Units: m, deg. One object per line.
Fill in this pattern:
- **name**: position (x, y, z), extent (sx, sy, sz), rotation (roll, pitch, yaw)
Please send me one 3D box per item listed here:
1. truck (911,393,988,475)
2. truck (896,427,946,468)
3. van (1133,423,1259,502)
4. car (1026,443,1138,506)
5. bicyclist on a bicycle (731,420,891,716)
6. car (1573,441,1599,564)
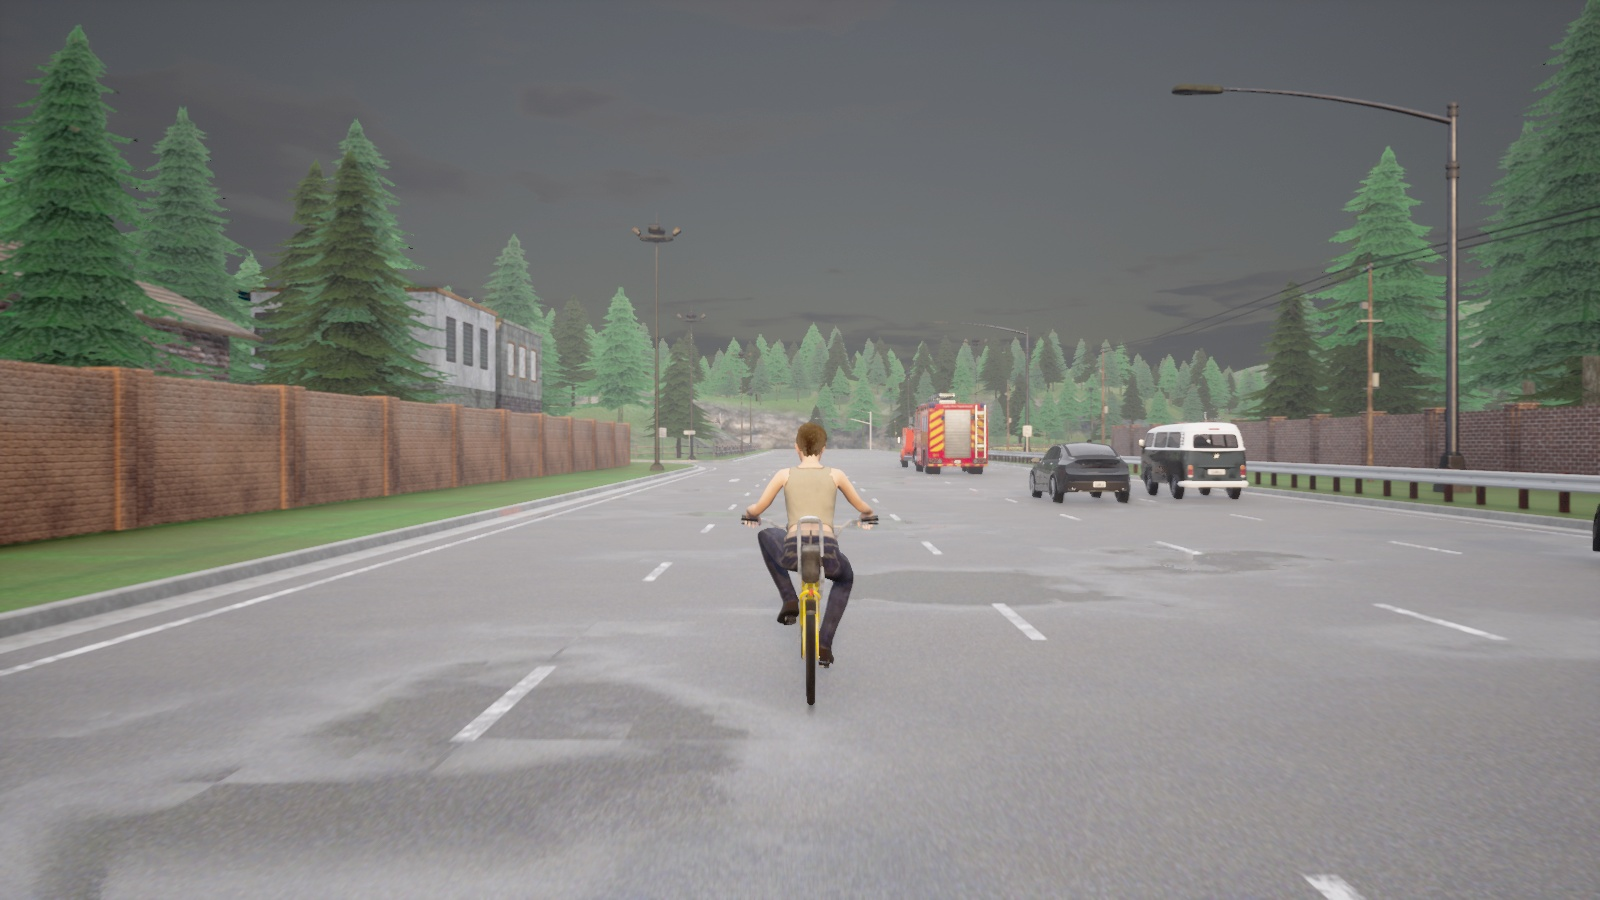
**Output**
- **truck**: position (7.367, -0.764, 62.804), extent (2.891, 3.827, 8.468), rotation (0, 0, 0)
- **truck**: position (7.452, -0.171, 77.933), extent (2.627, 2.467, 5.204), rotation (0, 0, 0)
- **van**: position (10.705, 0.290, 34.319), extent (2.069, 2.038, 4.480), rotation (0, 1, 0)
- **car**: position (7.197, 0.575, 32.553), extent (1.837, 1.490, 4.892), rotation (0, 0, 0)
- **bicyclist on a bicycle**: position (0.061, 0.641, 7.596), extent (0.866, 1.612, 1.509), rotation (0, 0, 0)
- **car**: position (10.592, 0.644, 13.705), extent (1.970, 1.475, 3.806), rotation (0, 0, 0)
